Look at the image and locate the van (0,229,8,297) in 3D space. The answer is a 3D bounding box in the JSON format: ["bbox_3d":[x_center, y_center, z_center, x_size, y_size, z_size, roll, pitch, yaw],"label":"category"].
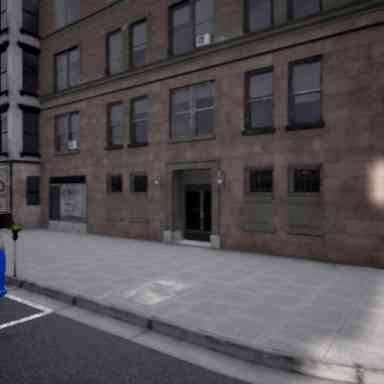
[{"bbox_3d":[-5.334,1.322,6.615,3.998,1.788,1.690,0,0,36],"label":"van"}]
